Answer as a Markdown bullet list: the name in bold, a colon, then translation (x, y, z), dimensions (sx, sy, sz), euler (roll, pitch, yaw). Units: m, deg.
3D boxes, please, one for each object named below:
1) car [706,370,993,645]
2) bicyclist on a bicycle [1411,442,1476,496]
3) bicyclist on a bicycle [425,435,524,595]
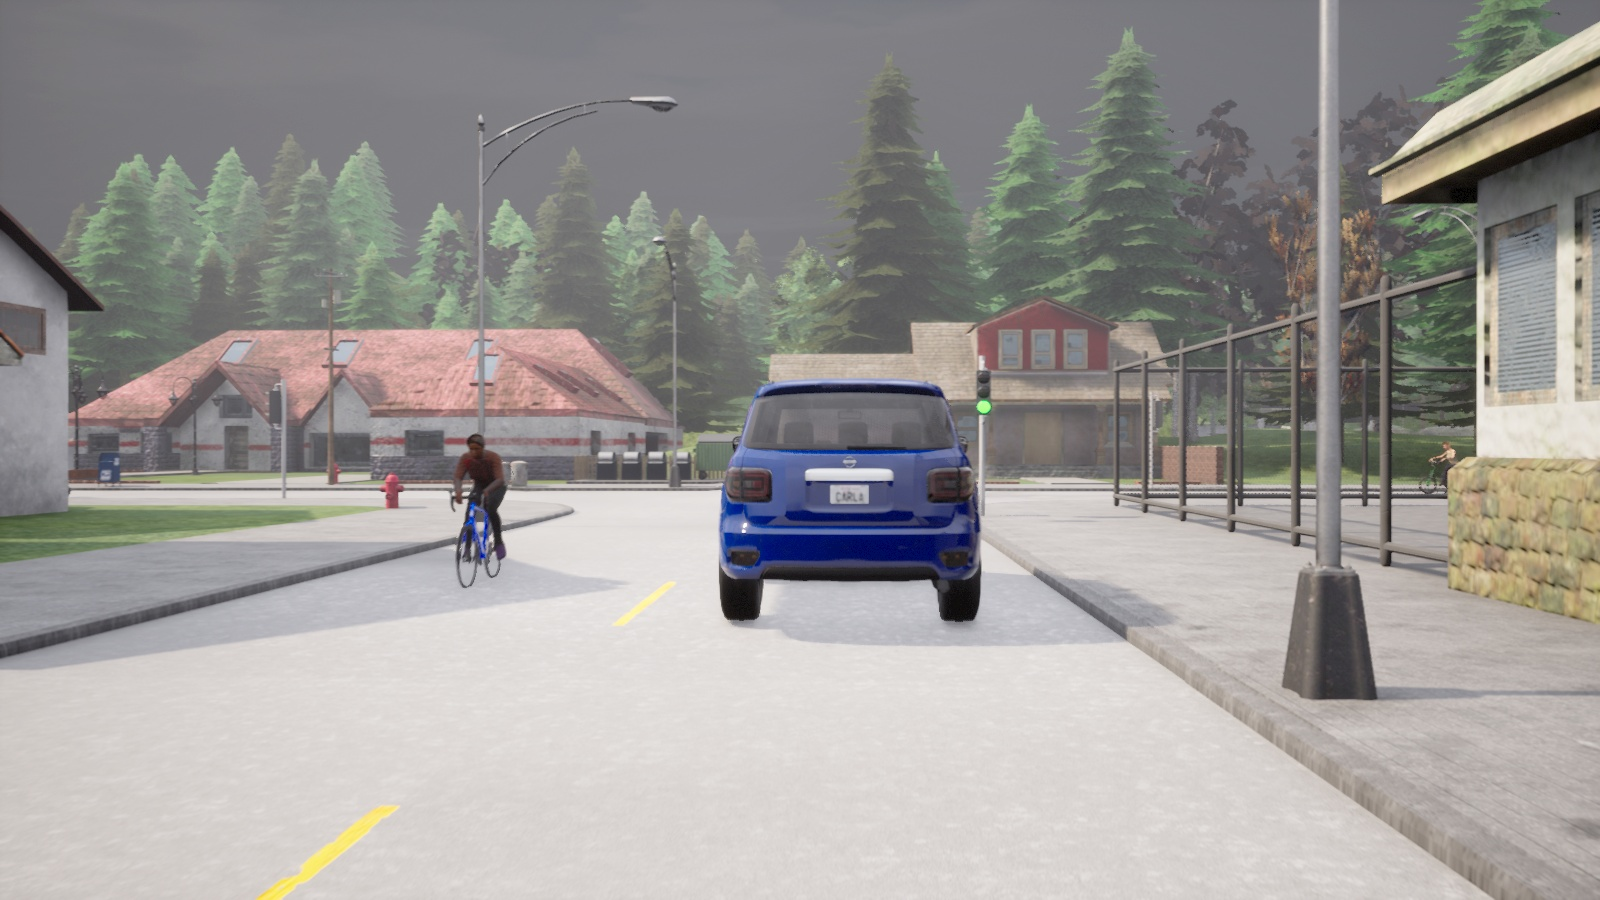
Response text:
- **car**: translation (0.475, 0.418, 12.192), dimensions (2.150, 2.045, 5.566), euler (0, 0, 2)
- **bicyclist on a bicycle**: translation (19.438, 0.554, 37.946), dimensions (1.509, 1.612, 0.866), euler (0, 0, 2)
- **bicyclist on a bicycle**: translation (-3.481, 0.644, 13.548), dimensions (0.582, 1.620, 1.656), euler (0, 1, 2)
